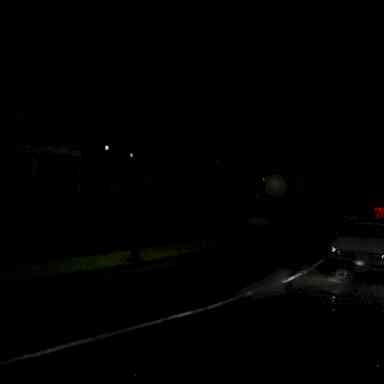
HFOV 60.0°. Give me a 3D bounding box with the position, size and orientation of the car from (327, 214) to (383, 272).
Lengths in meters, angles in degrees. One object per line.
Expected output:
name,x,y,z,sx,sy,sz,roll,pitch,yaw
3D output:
car,5.853,1.692,11.004,1.812,1.442,4.674,0,-1,34

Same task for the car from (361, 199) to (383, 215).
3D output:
car,17.387,1.699,30.849,2.150,2.045,5.566,0,-1,14
